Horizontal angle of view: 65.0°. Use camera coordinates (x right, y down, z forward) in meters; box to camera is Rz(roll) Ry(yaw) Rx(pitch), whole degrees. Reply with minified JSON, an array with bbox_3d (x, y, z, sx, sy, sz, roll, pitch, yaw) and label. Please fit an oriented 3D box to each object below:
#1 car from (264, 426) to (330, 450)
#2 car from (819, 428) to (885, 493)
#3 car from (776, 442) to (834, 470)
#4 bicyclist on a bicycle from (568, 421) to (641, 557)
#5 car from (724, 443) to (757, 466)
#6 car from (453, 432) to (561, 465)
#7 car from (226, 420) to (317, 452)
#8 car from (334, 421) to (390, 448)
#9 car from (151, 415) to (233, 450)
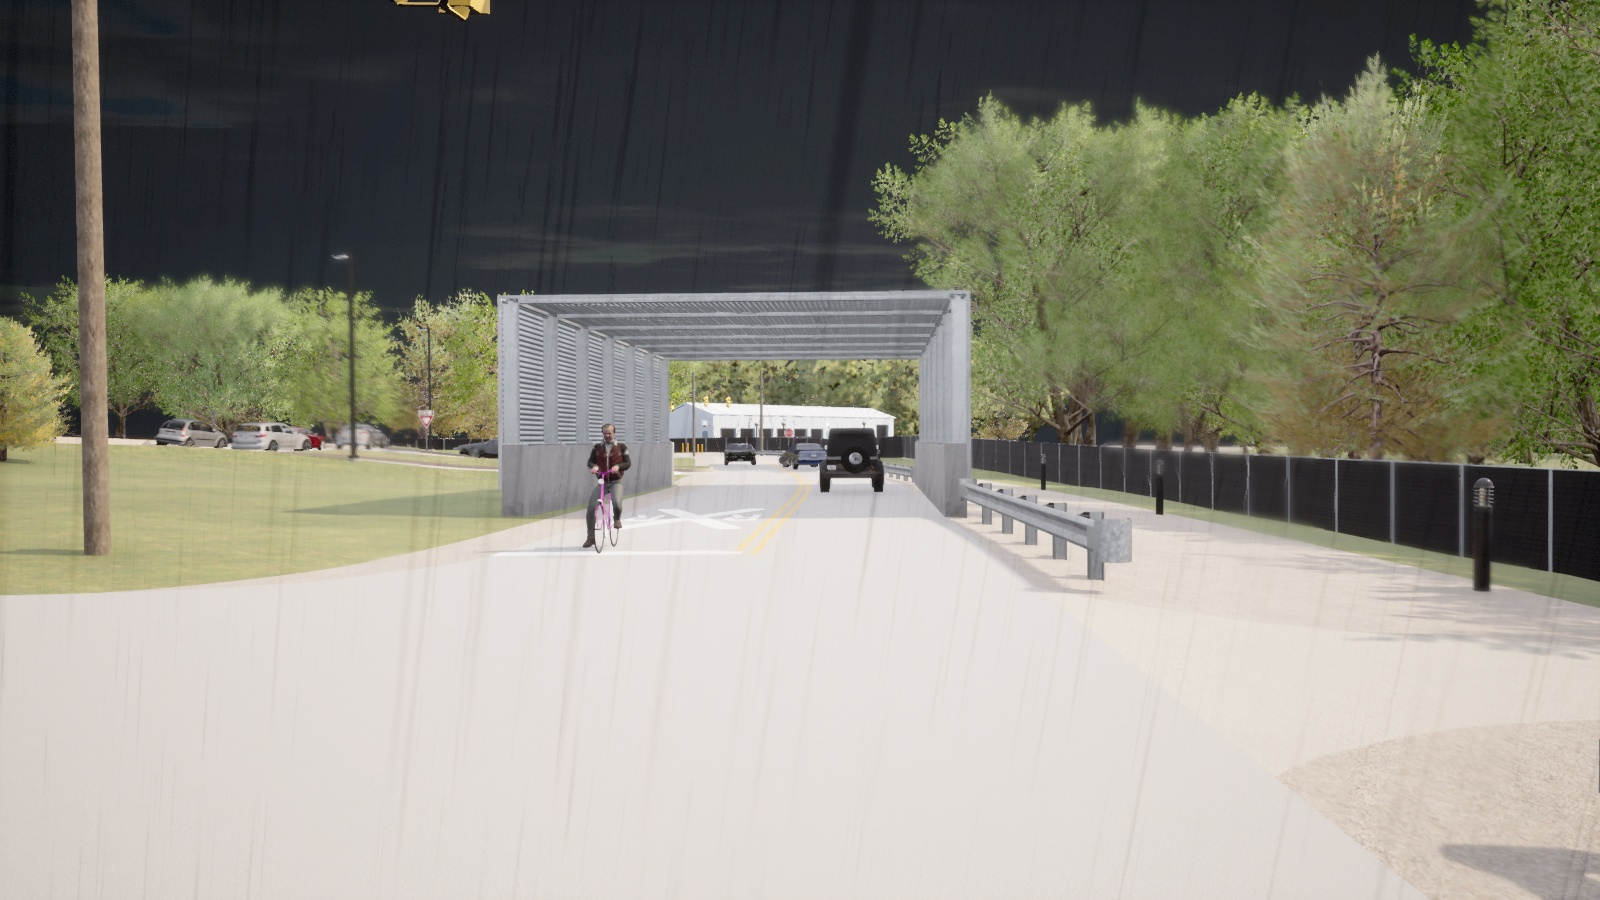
[{"bbox_3d":[-31.912,-0.758,79.853,1.882,1.535,5.008,0,0,4],"label":"car"},{"bbox_3d":[1.557,0.282,38.058,1.905,1.878,3.866,0,0,2],"label":"car"},{"bbox_3d":[0.213,0.291,66.722,2.033,1.411,5.357,0,1,-11],"label":"car"},{"bbox_3d":[-2.667,0.512,17.283,0.659,1.776,1.843,0,0,2],"label":"bicyclist on a bicycle"},{"bbox_3d":[-3.573,0.247,74.553,1.895,1.301,4.718,0,1,-3],"label":"car"},{"bbox_3d":[-16.158,-0.079,69.385,5.357,1.411,2.033,4,0,13],"label":"car"},{"bbox_3d":[-28.206,-0.753,67.236,2.242,1.667,4.611,0,1,12],"label":"car"},{"bbox_3d":[-28.235,-1.013,81.114,2.152,1.651,5.027,-1,1,-3],"label":"car"},{"bbox_3d":[-32.759,-0.931,67.777,1.851,1.617,3.988,7,1,11],"label":"car"}]
